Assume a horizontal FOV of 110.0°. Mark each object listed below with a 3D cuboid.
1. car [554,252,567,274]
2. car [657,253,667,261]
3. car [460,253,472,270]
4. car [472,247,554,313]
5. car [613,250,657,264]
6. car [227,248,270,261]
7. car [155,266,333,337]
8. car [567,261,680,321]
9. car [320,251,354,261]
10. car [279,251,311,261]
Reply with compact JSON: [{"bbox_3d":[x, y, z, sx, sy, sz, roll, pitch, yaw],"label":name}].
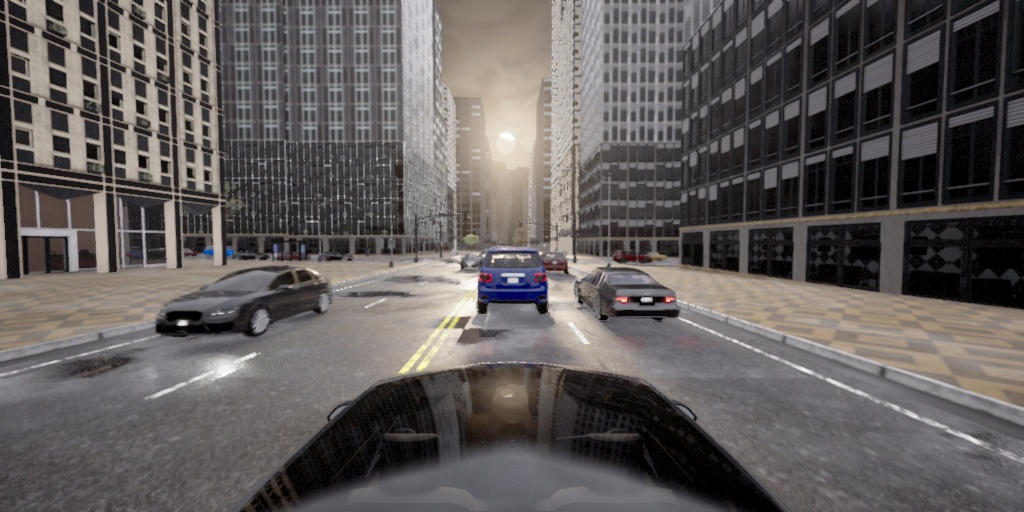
[{"bbox_3d":[3.111,0.435,28.383,2.097,1.767,4.553,0,1,-1],"label":"car"},{"bbox_3d":[21.309,0.053,55.462,4.829,1.417,1.751,0,0,0],"label":"car"},{"bbox_3d":[-3.588,0.464,32.980,2.128,1.511,4.902,0,1,0],"label":"car"},{"bbox_3d":[0.003,0.701,12.732,2.150,2.045,5.566,0,2,-1],"label":"car"},{"bbox_3d":[15.777,0.137,47.129,5.009,1.841,2.192,0,0,0],"label":"car"},{"bbox_3d":[-34.518,-0.040,47.477,4.313,1.339,1.948,0,0,1],"label":"car"},{"bbox_3d":[-6.665,1.064,9.647,1.837,1.490,4.892,0,1,-1],"label":"car"},{"bbox_3d":[3.268,1.058,11.286,2.033,1.411,5.357,0,1,-1],"label":"car"},{"bbox_3d":[-23.151,0.062,47.281,4.313,1.339,1.948,0,0,1],"label":"car"},{"bbox_3d":[-28.836,0.028,47.359,4.207,1.307,1.802,0,0,1],"label":"car"}]
